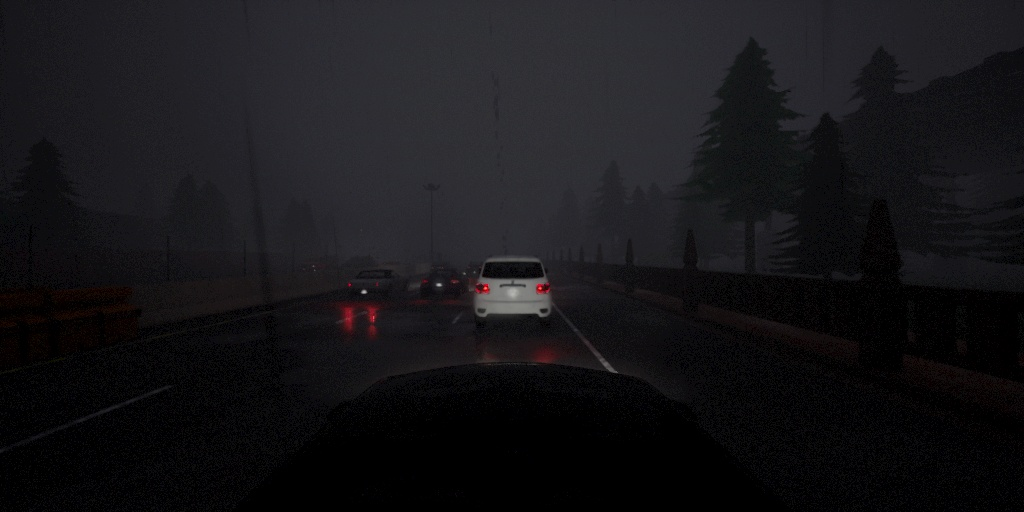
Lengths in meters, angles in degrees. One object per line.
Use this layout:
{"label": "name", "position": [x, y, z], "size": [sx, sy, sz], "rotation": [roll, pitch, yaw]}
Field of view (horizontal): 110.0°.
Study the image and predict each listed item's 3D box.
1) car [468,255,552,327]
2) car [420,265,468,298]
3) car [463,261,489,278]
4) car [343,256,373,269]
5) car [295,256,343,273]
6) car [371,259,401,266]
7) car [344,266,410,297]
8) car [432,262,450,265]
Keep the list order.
{"label": "car", "position": [0.036, 0.994, 11.781], "size": [2.150, 2.045, 5.566], "rotation": [0, 0, 0]}
{"label": "car", "position": [-3.452, 1.349, 18.980], "size": [1.994, 1.385, 4.181], "rotation": [0, 0, 0]}
{"label": "car", "position": [-3.488, 1.308, 35.912], "size": [2.128, 1.511, 4.902], "rotation": [0, 0, 0]}
{"label": "car", "position": [-17.714, 1.050, 41.434], "size": [2.150, 2.045, 5.566], "rotation": [0, 0, 0]}
{"label": "car", "position": [-21.198, 1.047, 39.239], "size": [2.150, 2.045, 5.566], "rotation": [0, 0, 0]}
{"label": "car", "position": [-14.235, 1.307, 41.709], "size": [1.882, 1.535, 5.008], "rotation": [0, 0, -1]}
{"label": "car", "position": [-6.949, 1.385, 19.065], "size": [1.895, 1.301, 4.718], "rotation": [0, 0, 0]}
{"label": "car", "position": [-6.988, 1.321, 35.820], "size": [1.837, 1.490, 4.892], "rotation": [0, 0, 0]}
